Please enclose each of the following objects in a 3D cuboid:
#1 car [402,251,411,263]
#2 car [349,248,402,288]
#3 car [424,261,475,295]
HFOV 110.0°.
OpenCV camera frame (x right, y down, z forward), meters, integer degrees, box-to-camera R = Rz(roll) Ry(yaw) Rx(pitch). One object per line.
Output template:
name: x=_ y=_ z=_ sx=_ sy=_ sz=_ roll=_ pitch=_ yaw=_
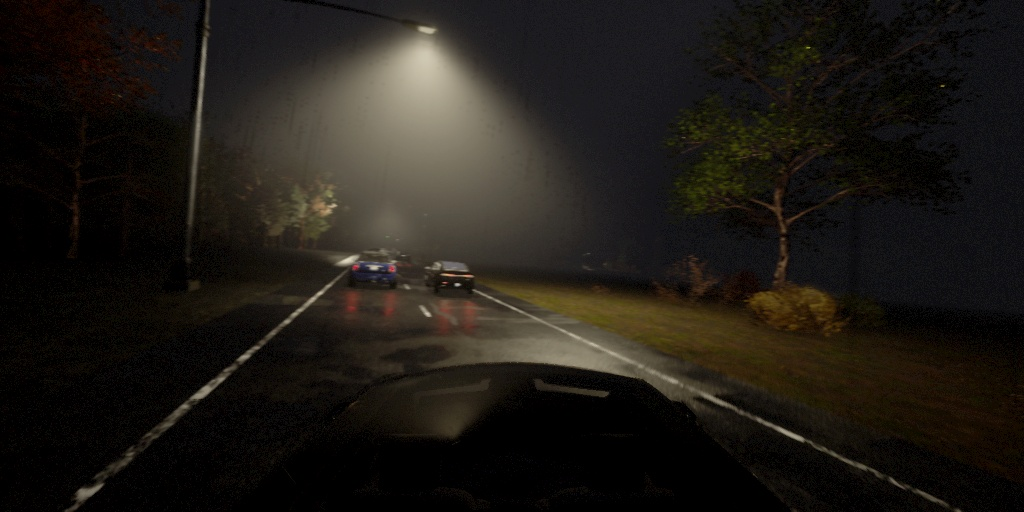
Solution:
car: x=-14.899 y=0.113 z=48.926 sx=2.128 sy=1.511 sz=4.902 roll=5 pitch=0 yaw=-21
car: x=-7.102 y=0.555 z=18.496 sx=2.097 sy=1.767 sz=4.553 roll=5 pitch=0 yaw=-21
car: x=-3.234 y=1.010 z=18.111 sx=2.128 sy=1.511 sz=4.902 roll=5 pitch=0 yaw=-21
